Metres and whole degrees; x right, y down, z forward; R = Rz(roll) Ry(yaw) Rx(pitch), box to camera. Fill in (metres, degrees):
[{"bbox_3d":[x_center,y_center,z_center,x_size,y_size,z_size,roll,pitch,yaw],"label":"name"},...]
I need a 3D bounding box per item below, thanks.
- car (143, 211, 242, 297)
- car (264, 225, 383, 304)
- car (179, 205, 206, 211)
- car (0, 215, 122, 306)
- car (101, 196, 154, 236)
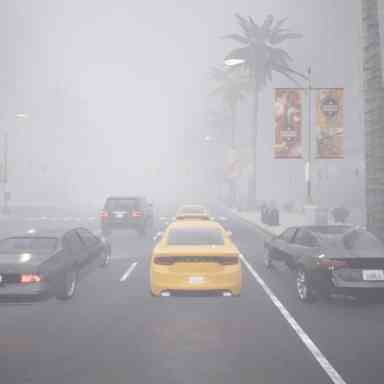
[{"bbox_3d":[0.073,1.478,8.618,1.882,1.535,5.008,0,0,0],"label":"car"},{"bbox_3d":[3.166,1.513,8.206,2.161,1.482,4.786,0,0,-1],"label":"car"},{"bbox_3d":[0.036,1.478,18.816,1.882,1.535,5.008,0,0,0],"label":"car"},{"bbox_3d":[-3.422,1.547,8.275,2.033,1.411,5.357,0,0,0],"label":"car"},{"bbox_3d":[-3.462,1.222,18.546,2.150,2.045,5.566,0,0,0],"label":"car"}]
